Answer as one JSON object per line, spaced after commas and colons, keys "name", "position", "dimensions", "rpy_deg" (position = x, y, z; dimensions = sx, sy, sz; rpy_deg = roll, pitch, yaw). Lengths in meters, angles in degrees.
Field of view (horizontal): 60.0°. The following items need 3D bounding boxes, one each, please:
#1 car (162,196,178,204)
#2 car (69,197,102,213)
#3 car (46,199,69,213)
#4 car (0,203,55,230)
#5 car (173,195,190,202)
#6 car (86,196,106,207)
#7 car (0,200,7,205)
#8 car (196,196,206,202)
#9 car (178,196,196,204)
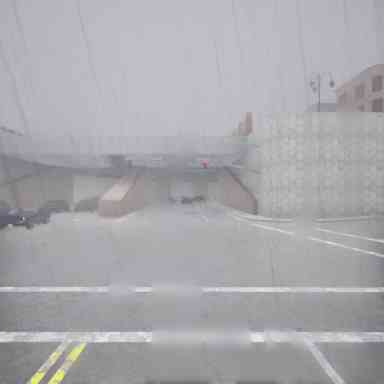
{"name": "car", "position": [-4.513, 1.547, 64.312], "dimensions": [2.033, 1.411, 5.357], "rpy_deg": [0, 0, 5]}
{"name": "car", "position": [-11.393, 1.506, 36.361], "dimensions": [1.837, 1.490, 4.892], "rpy_deg": [0, 0, -1]}
{"name": "car", "position": [-14.896, 1.504, 36.438], "dimensions": [1.837, 1.490, 4.892], "rpy_deg": [0, 0, -1]}
{"name": "car", "position": [-10.570, 1.601, 21.105], "dimensions": [1.895, 1.301, 4.718], "rpy_deg": [0, 0, -6]}
{"name": "car", "position": [-2.338, 1.524, 74.669], "dimensions": [1.812, 1.442, 4.674], "rpy_deg": [0, 0, 24]}
{"name": "car", "position": [-15.278, 1.477, 53.137], "dimensions": [1.882, 1.535, 5.008], "rpy_deg": [0, 0, -1]}
{"name": "car", "position": [-14.256, 1.351, 22.930], "dimensions": [2.097, 1.767, 4.553], "rpy_deg": [0, 0, -5]}
{"name": "car", "position": [1.530, 1.524, 74.797], "dimensions": [1.812, 1.442, 4.674], "rpy_deg": [0, 0, 28]}
{"name": "car", "position": [-0.983, 1.547, 64.811], "dimensions": [2.033, 1.411, 5.357], "rpy_deg": [0, 0, 4]}
